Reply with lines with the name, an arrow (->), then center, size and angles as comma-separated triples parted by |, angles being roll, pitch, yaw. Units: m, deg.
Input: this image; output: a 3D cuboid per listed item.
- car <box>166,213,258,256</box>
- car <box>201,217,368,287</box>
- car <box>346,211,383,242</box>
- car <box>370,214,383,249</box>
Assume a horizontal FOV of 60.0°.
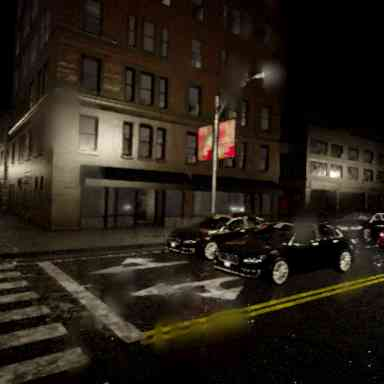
car -> 1.353, 1.592, 12.603 | 4.892, 1.490, 1.837 | 2, -1, -35
car -> 2.866, 1.606, 9.697 | 4.892, 1.490, 1.837 | 2, -1, -35
car -> 9.621, 1.834, 18.449 | 4.902, 1.511, 2.128 | 2, -1, -35
car -> 10.229, 1.854, 14.909 | 4.674, 1.442, 1.812 | 2, -1, -35
